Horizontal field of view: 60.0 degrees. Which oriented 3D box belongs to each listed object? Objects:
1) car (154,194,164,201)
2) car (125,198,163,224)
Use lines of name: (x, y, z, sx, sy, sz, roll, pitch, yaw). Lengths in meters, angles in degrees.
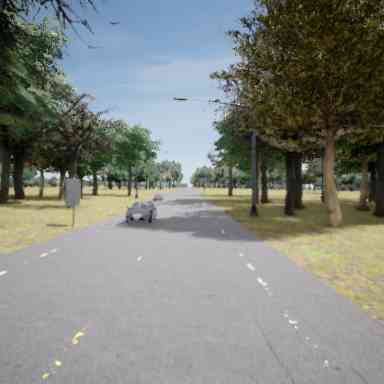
car: (-6.479, 1.050, 64.955, 1.812, 1.442, 4.674, 0, 1, -5)
car: (-3.611, 1.432, 24.298, 2.128, 1.511, 4.902, 0, 1, 0)
